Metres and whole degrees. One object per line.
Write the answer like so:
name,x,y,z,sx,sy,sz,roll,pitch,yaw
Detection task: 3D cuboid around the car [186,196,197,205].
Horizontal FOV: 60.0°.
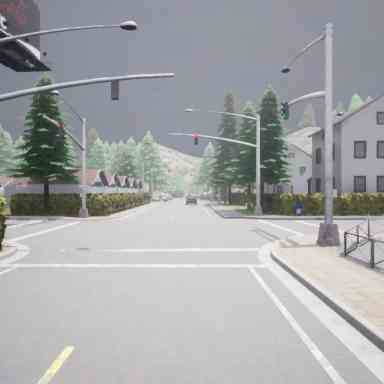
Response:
car,-0.086,1.505,59.225,1.837,1.490,4.892,0,0,0
